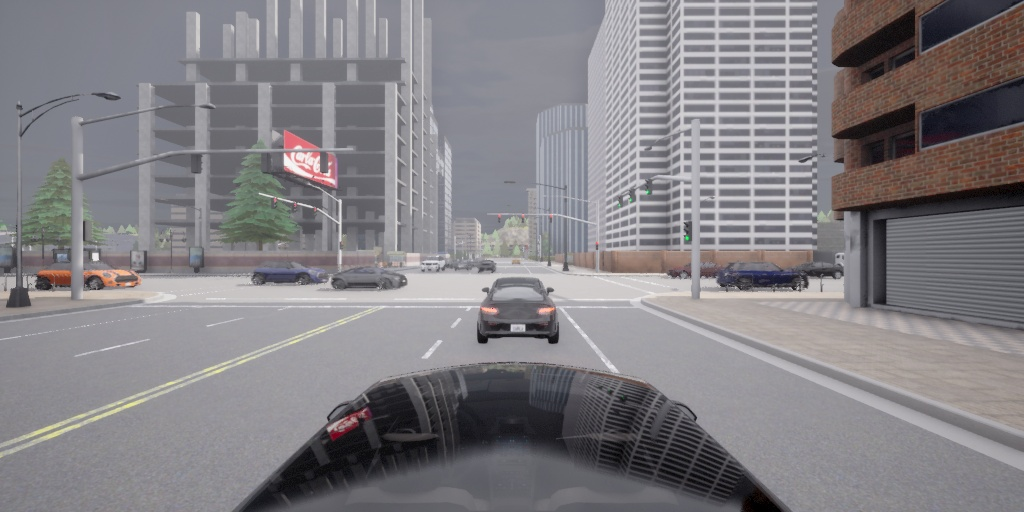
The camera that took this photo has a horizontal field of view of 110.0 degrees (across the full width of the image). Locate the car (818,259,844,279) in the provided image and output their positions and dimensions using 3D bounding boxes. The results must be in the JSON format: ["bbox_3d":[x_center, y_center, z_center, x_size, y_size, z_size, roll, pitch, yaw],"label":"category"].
[{"bbox_3d":[26.653,1.227,31.829,5.008,1.535,1.882,0,0,0],"label":"car"}]

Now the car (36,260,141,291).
[{"bbox_3d":[-25.217,1.101,21.476,4.553,1.767,2.097,0,0,1],"label":"car"}]

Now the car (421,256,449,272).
[{"bbox_3d":[-10.084,0.971,46.199,2.150,2.045,5.566,0,0,1],"label":"car"}]

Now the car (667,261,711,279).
[{"bbox_3d":[16.460,1.227,31.905,5.008,1.535,1.882,0,0,0],"label":"car"}]

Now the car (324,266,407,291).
[{"bbox_3d":[-8.447,1.314,21.367,4.181,1.385,1.994,0,0,0],"label":"car"}]

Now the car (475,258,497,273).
[{"bbox_3d":[-2.974,1.254,43.669,1.837,1.490,4.892,0,0,2],"label":"car"}]

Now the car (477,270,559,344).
[{"bbox_3d":[0.157,1.276,9.484,1.812,1.442,4.674,0,0,1],"label":"car"}]

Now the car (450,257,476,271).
[{"bbox_3d":[-6.565,1.241,48.554,2.128,1.511,4.902,0,0,1],"label":"car"}]

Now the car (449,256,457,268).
[{"bbox_3d":[-9.970,1.102,55.669,2.097,1.767,4.553,0,0,1],"label":"car"}]

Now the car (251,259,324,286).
[{"bbox_3d":[-15.297,1.101,24.909,4.553,1.767,2.097,0,0,0],"label":"car"}]

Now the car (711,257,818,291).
[{"bbox_3d":[14.783,1.102,21.217,4.553,1.767,2.097,0,0,0],"label":"car"}]
